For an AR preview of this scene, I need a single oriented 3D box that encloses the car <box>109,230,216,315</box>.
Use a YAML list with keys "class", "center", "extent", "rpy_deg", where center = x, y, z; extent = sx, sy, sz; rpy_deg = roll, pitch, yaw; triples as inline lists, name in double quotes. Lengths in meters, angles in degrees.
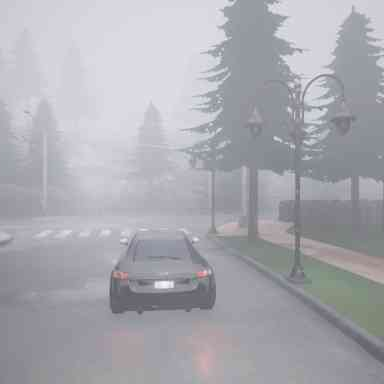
- class: "car"
  center: [-0.725, 1.564, 7.709]
  extent: [1.994, 1.385, 4.181]
  rpy_deg: [0, 0, -7]
